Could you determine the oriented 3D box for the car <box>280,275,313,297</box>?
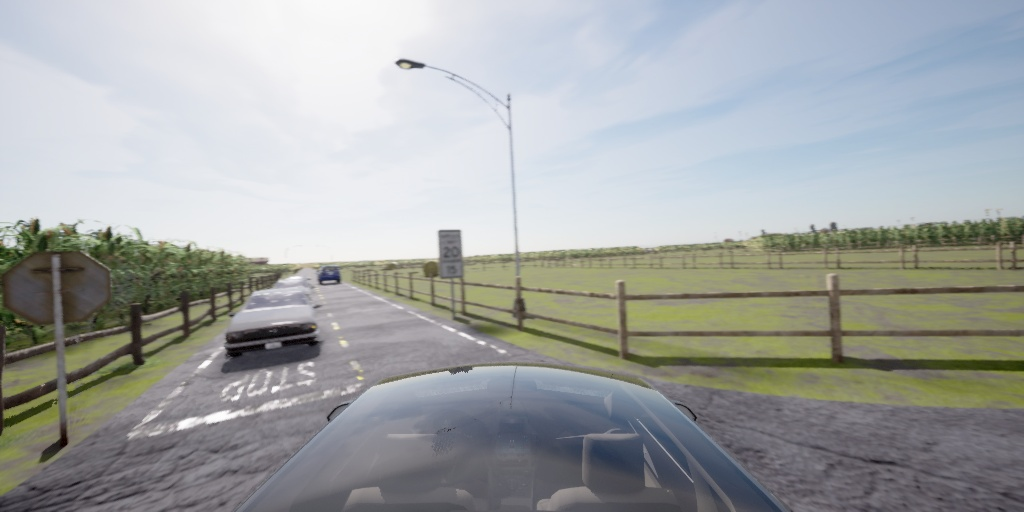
[{"bbox_3d":[-16.615,2.229,27.705,1.994,1.385,4.181,-3,0,-30],"label":"car"}]

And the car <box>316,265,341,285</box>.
[{"bbox_3d":[-21.081,2.140,41.385,2.150,2.045,5.566,-3,0,-30],"label":"car"}]

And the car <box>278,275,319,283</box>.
[{"bbox_3d":[-11.611,1.936,18.958,2.033,1.411,5.357,-3,0,-30],"label":"car"}]

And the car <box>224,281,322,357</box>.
[{"bbox_3d":[-6.601,1.658,10.215,2.033,1.411,5.357,-3,0,-30],"label":"car"}]
